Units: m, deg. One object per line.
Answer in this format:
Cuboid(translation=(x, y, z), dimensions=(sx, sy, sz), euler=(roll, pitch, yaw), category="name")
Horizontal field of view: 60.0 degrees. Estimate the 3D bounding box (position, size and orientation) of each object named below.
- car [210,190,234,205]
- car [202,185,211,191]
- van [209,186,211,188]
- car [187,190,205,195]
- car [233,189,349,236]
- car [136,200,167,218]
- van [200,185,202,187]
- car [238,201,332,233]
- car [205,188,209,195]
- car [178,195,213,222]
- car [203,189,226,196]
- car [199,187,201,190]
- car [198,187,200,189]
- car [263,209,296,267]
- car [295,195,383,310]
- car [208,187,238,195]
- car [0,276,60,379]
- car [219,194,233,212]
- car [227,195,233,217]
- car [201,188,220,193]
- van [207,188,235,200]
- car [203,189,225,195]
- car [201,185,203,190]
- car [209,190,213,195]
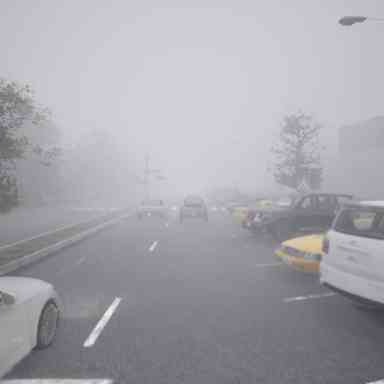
Cuboid(translation=(5.053, 0.886, 39.289), dimensions=(4.792, 1.488, 2.163), euler=(0, 1, -20), category="car")
Cuboid(translation=(5.060, 0.312, 54.215), dimensions=(5.566, 2.045, 2.435), euler=(0, 1, -20), category="car")
Cuboid(translation=(5.192, 0.455, 48.309), dimensions=(4.442, 1.987, 1.878), euler=(0, 1, -20), category="van")
Cuboid(translation=(0.109, 0.837, 40.377), dimensions=(2.128, 1.511, 4.902), euler=(0, 1, 0), category="car")
Cuboid(translation=(5.051, 1.062, 15.267), dimensions=(5.566, 2.045, 2.435), euler=(0, 1, -20), category="car")
Cuboid(translation=(-2.895, 1.226, 24.869), dimensions=(1.895, 1.301, 4.718), euler=(0, 0, 0), category="car")
Cuboid(translation=(4.982, -0.313, 81.031), dimensions=(4.442, 1.987, 1.878), euler=(0, 2, -20), category="van")
Cuboid(translation=(5.079, 1.300, 18.291), dimensions=(4.674, 1.452, 2.002), euler=(0, 1, -20), category="car")
Cuboid(translation=(5.075, 0.623, 51.252), dimensions=(4.892, 1.521, 2.231), euler=(0, 1, -20), category="car")
Cuboid(translation=(0.105, 1.176, 22.963), dimensions=(2.128, 1.511, 4.902), euler=(0, 1, 0), category="car")
Cuboid(translation=(5.113, 0.118, 75.137), dimensions=(4.792, 1.488, 2.163), euler=(0, 2, -20), category="car")
Cuboid(translation=(4.914, 0.163, 72.068), dimensions=(5.366, 1.575, 1.946), euler=(0, 2, -20), category="car")
Cuboid(translation=(4.916, -0.387, 89.970), dimensions=(5.366, 1.575, 1.946), euler=(0, 2, -20), category="car")
Cuboid(translation=(4.900, 1.390, 9.217), dimensions=(5.366, 1.575, 1.946), euler=(1, 1, -20), category="car")
Cuboid(translation=(5.100, 1.178, 6.287), dimensions=(5.566, 2.045, 2.435), euler=(1, 1, -20), category="car")
Cuboid(translation=(5.052, 0.613, 45.276), dimensions=(4.553, 1.767, 2.185), euler=(0, 1, -20), category="car")
Cuboid(translation=(-2.899, 1.497, 3.126), dimensions=(1.812, 1.442, 4.674), euler=(0, 1, 0), category="car")
Cuboid(translation=(5.051, 1.122, 27.286), dimensions=(4.792, 1.488, 2.163), euler=(0, 1, -20), category="car")
Cuboid(translation=(5.247, 1.205, 21.363), dimensions=(5.366, 1.575, 1.946), euler=(0, 1, -20), category="car")
Cuboid(translation=(5.116, -0.458, 93.032), dimensions=(4.792, 1.488, 2.163), euler=(0, 2, -20), category="car")
Cuboid(translation=(4.977, 0.278, 57.168), dimensions=(4.442, 1.987, 1.878), euler=(0, 1, -20), category="van")
Cuboid(translation=(5.082, 0.040, 78.108), dimensions=(4.674, 1.452, 2.002), euler=(0, 2, -20), category="car")
Cuboid(translation=(5.113, 0.194, 60.210), dimensions=(5.566, 2.045, 2.435), euler=(0, 1, -20), category="car")
Cuboid(translation=(5.075, 0.837, 42.307), dimensions=(4.674, 1.452, 2.002), euler=(0, 1, -20), category="car")
